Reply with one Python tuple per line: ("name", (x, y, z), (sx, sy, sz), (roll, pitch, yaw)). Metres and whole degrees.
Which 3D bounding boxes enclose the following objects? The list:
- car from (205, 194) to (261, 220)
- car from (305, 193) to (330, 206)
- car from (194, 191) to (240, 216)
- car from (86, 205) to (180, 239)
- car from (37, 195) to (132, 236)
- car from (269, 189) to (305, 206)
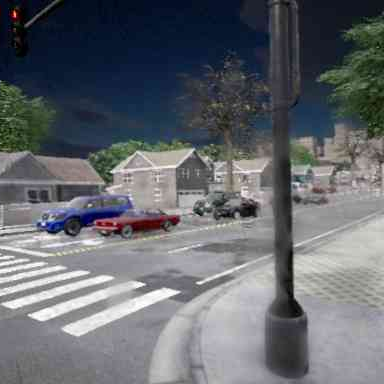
("car", (3.450, 1.224, 25.364), (1.882, 1.535, 5.008), (-1, 1, 38))
("car", (15.046, 0.855, 40.210), (2.033, 1.411, 5.357), (-1, 1, 38))
("car", (2.451, 0.979, 29.381), (2.150, 2.045, 5.566), (-1, 0, 38))
("car", (-2.800, 1.528, 17.315), (1.895, 1.301, 4.718), (-1, 0, 38))
("car", (-5.746, 1.218, 18.834), (2.150, 2.045, 5.566), (-1, 0, 38))
("car", (11.557, 0.630, 41.045), (2.150, 2.045, 5.566), (-1, 1, 38))
